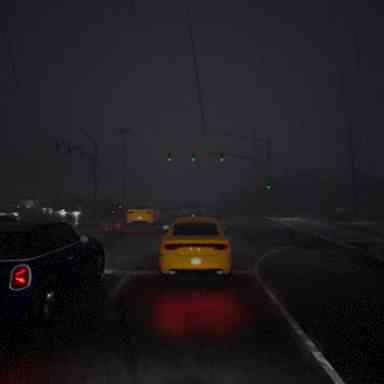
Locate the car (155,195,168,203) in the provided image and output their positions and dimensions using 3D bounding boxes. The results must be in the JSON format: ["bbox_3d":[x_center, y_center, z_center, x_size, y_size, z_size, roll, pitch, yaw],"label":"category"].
[{"bbox_3d":[-7.007,1.637,72.808,2.128,1.511,4.902,0,0,0],"label":"car"}]

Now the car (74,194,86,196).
[{"bbox_3d":[-17.505,1.588,55.549,2.128,1.511,4.902,0,0,0],"label":"car"}]

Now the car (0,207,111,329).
[{"bbox_3d":[-3.400,1.371,7.137,2.097,1.767,4.553,0,0,0],"label":"car"}]

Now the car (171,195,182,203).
[{"bbox_3d":[-3.507,1.587,72.808,1.882,1.535,5.008,0,0,0],"label":"car"}]

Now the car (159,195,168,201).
[{"bbox_3d":[-7.008,1.529,83.228,1.837,1.490,4.892,0,0,0],"label":"car"}]

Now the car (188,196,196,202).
[{"bbox_3d":[-0.008,1.680,83.225,2.033,1.411,5.357,0,0,0],"label":"car"}]

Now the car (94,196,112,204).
[{"bbox_3d":[-17.506,1.608,65.633,2.128,1.511,4.902,0,0,0],"label":"car"}]

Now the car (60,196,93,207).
[{"bbox_3d":[-14.055,1.578,40.728,1.837,1.490,4.892,0,0,-1],"label":"car"}]

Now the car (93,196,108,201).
[{"bbox_3d":[-14.050,1.566,50.046,1.882,1.535,5.008,0,0,0],"label":"car"}]

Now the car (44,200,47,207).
[{"bbox_3d":[-21.018,1.581,51.096,2.128,1.511,4.902,0,0,0],"label":"car"}]

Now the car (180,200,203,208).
[{"bbox_3d":[0.097,1.656,29.717,1.895,1.301,4.718,0,0,0],"label":"car"}]

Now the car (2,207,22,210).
[{"bbox_3d":[-6.901,1.504,11.320,1.882,1.535,5.008,0,0,0],"label":"car"}]

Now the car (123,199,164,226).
[{"bbox_3d":[-3.402,1.524,24.142,1.882,1.535,5.008,0,0,0],"label":"car"}]

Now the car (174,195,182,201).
[{"bbox_3d":[-3.508,1.529,83.228,1.837,1.490,4.892,0,0,0],"label":"car"}]

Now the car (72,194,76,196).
[{"bbox_3d":[-21.006,1.327,61.010,2.150,2.045,5.566,0,0,0],"label":"car"}]

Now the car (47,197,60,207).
[{"bbox_3d":[-17.572,1.607,45.473,1.812,1.442,4.674,0,0,0],"label":"car"}]

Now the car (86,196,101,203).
[{"bbox_3d":[-21.007,1.643,71.217,1.812,1.442,4.674,0,0,0],"label":"car"}]

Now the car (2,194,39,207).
[{"bbox_3d":[-21.085,1.296,41.242,2.150,2.045,5.566,0,0,0],"label":"car"}]

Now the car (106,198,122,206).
[{"bbox_3d":[-14.006,1.704,60.021,1.895,1.301,4.718,0,0,0],"label":"car"}]

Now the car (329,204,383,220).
[{"bbox_3d":[14.114,1.653,27.927,4.718,1.301,1.895,0,0,3],"label":"car"}]

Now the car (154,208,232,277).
[{"bbox_3d":[0.097,1.502,10.401,1.882,1.535,5.008,0,0,0],"label":"car"}]

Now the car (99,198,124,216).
[{"bbox_3d":[-6.903,1.550,31.488,2.128,1.511,4.902,0,0,0],"label":"car"}]

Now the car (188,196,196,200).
[{"bbox_3d":[-0.007,1.649,73.268,2.128,1.511,4.902,0,0,0],"label":"car"}]
